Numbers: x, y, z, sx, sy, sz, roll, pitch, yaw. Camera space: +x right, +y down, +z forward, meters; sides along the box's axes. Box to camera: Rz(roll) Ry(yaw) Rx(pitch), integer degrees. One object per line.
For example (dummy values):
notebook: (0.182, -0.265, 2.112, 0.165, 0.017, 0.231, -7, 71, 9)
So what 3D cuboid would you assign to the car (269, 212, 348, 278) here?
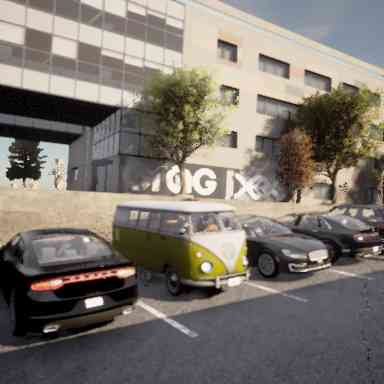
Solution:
car: (1.772, 1.444, 10.236, 2.231, 1.521, 4.892, 0, 0, -35)

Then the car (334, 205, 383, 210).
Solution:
car: (6.342, 1.288, 13.448, 2.185, 1.767, 4.553, 0, 0, -35)

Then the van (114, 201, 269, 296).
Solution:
van: (-0.432, 1.231, 8.514, 1.878, 1.987, 4.442, 0, 0, -35)

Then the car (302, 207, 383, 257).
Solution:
car: (4.055, 1.429, 11.849, 2.231, 1.521, 4.892, 0, 0, -35)

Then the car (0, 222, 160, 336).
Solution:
car: (-2.872, 1.472, 6.912, 2.097, 1.535, 5.008, 0, 0, -35)
